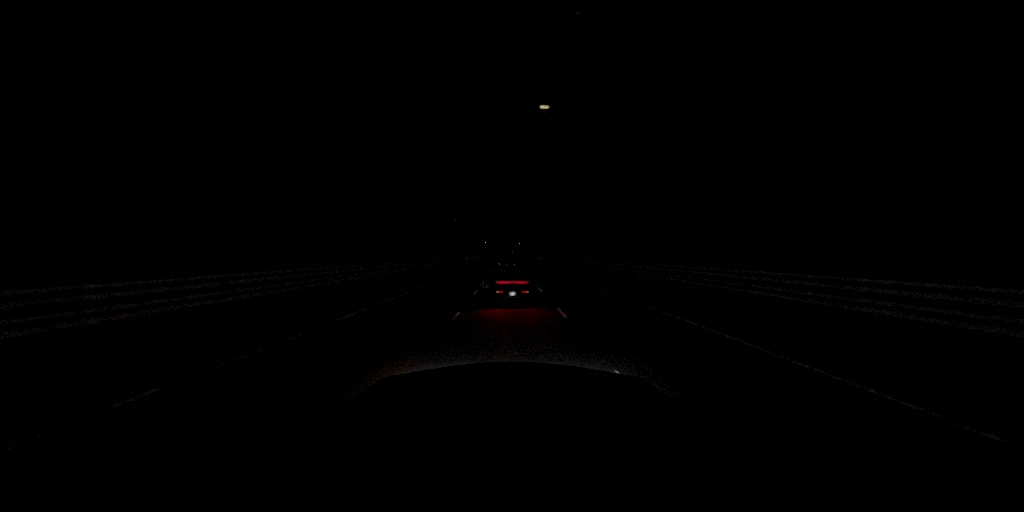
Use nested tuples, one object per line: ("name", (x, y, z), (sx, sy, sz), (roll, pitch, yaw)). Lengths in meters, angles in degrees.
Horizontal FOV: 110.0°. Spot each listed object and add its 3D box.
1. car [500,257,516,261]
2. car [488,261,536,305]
("car", (-0.552, 0.880, 38.974), (2.097, 1.767, 4.553), (0, 0, -1))
("car", (-0.012, 1.160, 15.561), (2.128, 1.511, 4.902), (0, 0, -1))
